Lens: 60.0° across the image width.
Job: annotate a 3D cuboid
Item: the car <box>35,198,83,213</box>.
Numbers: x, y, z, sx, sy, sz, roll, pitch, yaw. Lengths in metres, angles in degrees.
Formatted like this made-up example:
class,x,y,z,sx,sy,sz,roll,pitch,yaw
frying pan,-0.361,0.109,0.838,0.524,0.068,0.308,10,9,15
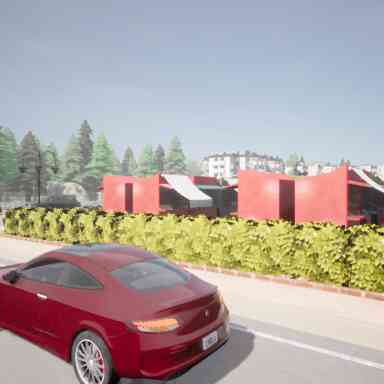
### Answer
class,x,y,z,sx,sy,sz,roll,pitch,yaw
car,-15.478,1.533,38.927,1.882,1.535,5.008,0,0,36

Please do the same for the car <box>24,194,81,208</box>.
class,x,y,z,sx,sy,sz,roll,pitch,yaw
car,-14.477,1.277,34.375,2.150,2.045,5.566,0,0,36

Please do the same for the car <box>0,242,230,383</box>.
class,x,y,z,sx,sy,sz,roll,pitch,yaw
car,-1.649,1.526,5.171,4.674,1.442,1.812,0,0,36

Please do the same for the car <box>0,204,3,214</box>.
class,x,y,z,sx,sy,sz,roll,pitch,yaw
car,-20.748,1.407,31.727,2.097,1.767,4.553,0,0,36
